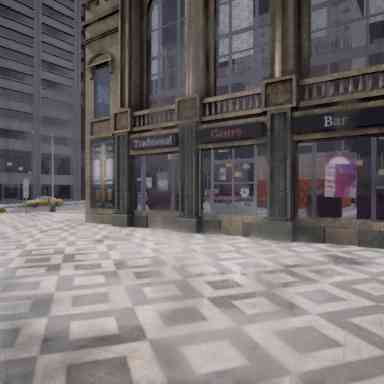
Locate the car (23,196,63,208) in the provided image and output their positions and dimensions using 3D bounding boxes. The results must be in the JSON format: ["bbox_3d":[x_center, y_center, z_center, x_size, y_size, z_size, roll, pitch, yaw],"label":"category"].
[{"bbox_3d":[-18.577,1.145,41.619,1.752,1.417,4.829,1,2,36],"label":"car"}]

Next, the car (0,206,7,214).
[{"bbox_3d":[-18.097,1.342,27.718,1.752,1.417,4.829,1,2,36],"label":"car"}]
